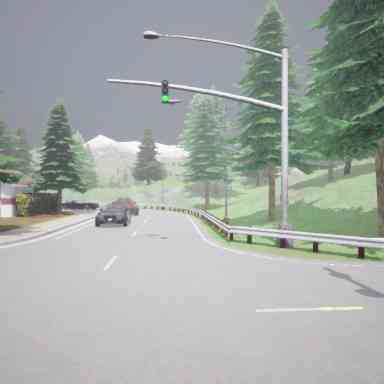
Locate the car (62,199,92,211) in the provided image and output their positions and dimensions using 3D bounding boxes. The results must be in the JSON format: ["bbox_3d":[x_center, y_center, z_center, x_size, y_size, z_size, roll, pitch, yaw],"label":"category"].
[{"bbox_3d":[-13.584,1.546,39.792,4.718,1.301,1.895,0,0,11],"label":"car"}]

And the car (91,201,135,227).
[{"bbox_3d":[-5.278,1.529,22.671,1.994,1.385,4.181,0,0,-5],"label":"car"}]

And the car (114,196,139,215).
[{"bbox_3d":[-6.618,1.304,32.404,2.097,1.767,4.553,0,0,-22],"label":"car"}]
